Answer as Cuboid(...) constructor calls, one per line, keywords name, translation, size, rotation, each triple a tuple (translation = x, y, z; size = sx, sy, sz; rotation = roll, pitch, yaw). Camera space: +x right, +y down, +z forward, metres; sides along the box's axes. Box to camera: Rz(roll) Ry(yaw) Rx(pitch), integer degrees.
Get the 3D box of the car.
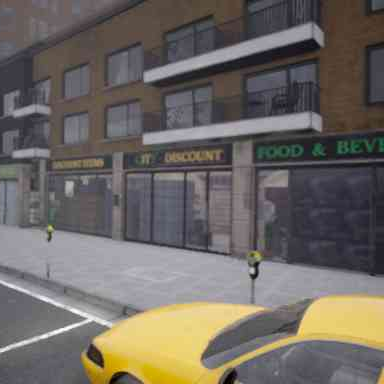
Cuboid(name="car", translation=(1.289, 1.480, 2.465), size=(5.366, 1.575, 1.801), rotation=(0, 0, 38))
